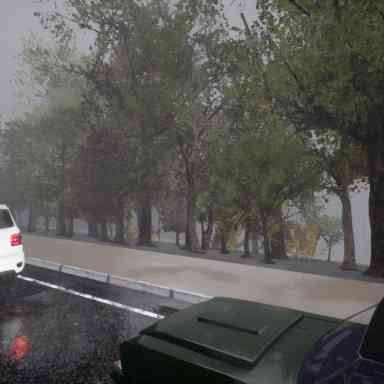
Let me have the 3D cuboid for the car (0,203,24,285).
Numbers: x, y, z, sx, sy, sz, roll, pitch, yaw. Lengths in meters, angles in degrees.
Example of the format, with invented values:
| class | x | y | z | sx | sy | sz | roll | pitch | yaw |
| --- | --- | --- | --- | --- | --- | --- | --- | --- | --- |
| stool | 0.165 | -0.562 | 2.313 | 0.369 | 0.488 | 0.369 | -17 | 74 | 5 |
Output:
| class | x | y | z | sx | sy | sz | roll | pitch | yaw |
| --- | --- | --- | --- | --- | --- | --- | --- | --- | --- |
| car | -6.420 | 1.222 | 8.280 | 5.566 | 2.045 | 2.150 | 0 | 0 | 35 |

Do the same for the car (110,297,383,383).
| class | x | y | z | sx | sy | sz | roll | pitch | yaw |
| --- | --- | --- | --- | --- | --- | --- | --- | --- | --- |
| car | 1.564 | 1.601 | 2.568 | 4.718 | 1.301 | 1.895 | 0 | 0 | 36 |
